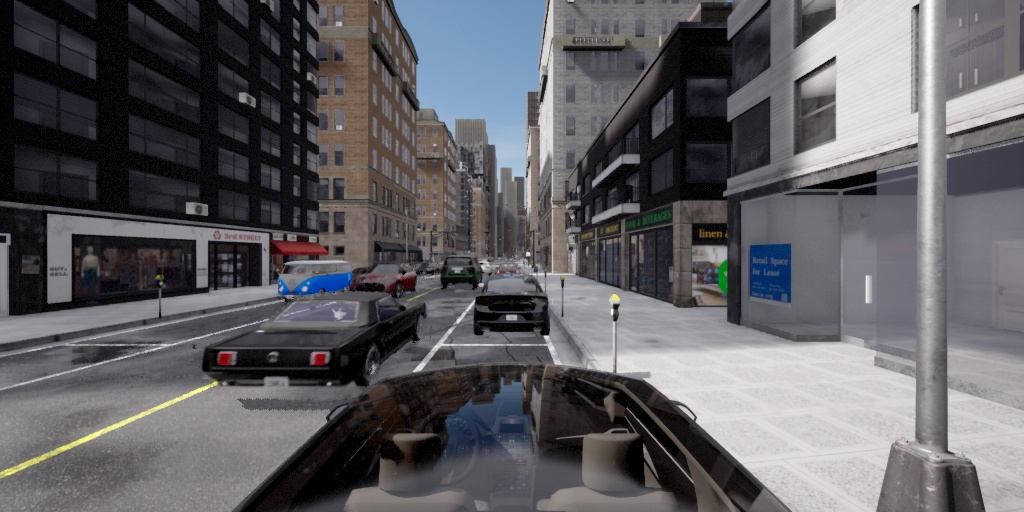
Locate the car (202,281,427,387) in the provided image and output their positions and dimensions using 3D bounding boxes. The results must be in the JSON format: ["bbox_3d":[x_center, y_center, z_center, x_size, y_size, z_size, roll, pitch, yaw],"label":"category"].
[{"bbox_3d":[-3.045,1.351,6.876,1.895,1.301,4.718,0,0,0],"label":"car"}]

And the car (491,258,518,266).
[{"bbox_3d":[-0.288,1.193,27.330,1.967,1.591,4.097,0,0,0],"label":"car"}]

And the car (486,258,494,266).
[{"bbox_3d":[-3.050,1.282,38.245,1.812,1.442,4.674,0,0,0],"label":"car"}]

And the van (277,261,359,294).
[{"bbox_3d":[-8.813,1.091,16.328,1.690,1.789,3.998,0,0,0],"label":"van"}]

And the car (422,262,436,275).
[{"bbox_3d":[-8.813,1.322,38.333,1.948,1.339,4.313,0,0,0],"label":"car"}]

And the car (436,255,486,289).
[{"bbox_3d":[-3.144,0.975,23.257,2.150,2.045,5.566,0,0,0],"label":"car"}]

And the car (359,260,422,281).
[{"bbox_3d":[-6.245,1.103,17.962,2.097,1.767,4.553,0,0,0],"label":"car"}]

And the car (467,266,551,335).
[{"bbox_3d":[-0.006,1.228,10.500,1.882,1.535,5.008,0,0,0],"label":"car"}]
